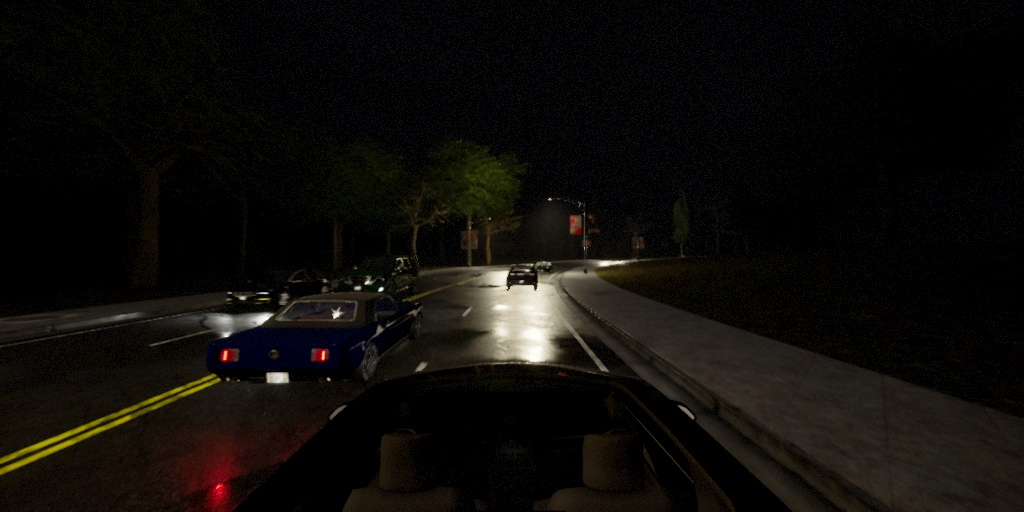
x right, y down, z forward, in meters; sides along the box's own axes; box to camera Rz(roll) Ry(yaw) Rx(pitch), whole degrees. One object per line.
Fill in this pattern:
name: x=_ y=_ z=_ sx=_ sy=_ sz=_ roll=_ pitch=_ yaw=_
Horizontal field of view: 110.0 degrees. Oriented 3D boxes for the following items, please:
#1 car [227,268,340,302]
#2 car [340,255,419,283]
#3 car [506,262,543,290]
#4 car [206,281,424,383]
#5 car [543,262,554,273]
car: x=-9.657 y=1.280 z=15.384 sx=1.837 sy=1.490 sz=4.892 roll=0 pitch=0 yaw=2
car: x=-6.331 y=0.990 z=17.814 sx=2.150 sy=2.045 sz=5.566 roll=0 pitch=0 yaw=3
car: x=0.728 y=1.236 z=22.473 sx=2.128 sy=1.511 sz=4.902 roll=0 pitch=0 yaw=5
car: x=-3.149 y=1.359 z=7.056 sx=1.895 sy=1.301 sz=4.718 roll=0 pitch=0 yaw=0
car: x=3.814 y=1.290 z=41.729 sx=1.895 sy=1.301 sz=4.718 roll=0 pitch=0 yaw=13
